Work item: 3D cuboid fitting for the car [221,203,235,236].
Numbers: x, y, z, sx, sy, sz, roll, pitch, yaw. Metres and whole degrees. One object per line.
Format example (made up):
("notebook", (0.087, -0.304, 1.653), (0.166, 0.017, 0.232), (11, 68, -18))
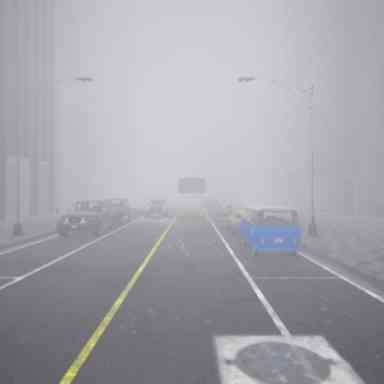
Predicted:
("car", (2.857, 1.566, 18.629), (1.752, 1.417, 4.829), (0, 0, 0))

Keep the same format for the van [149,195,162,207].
("van", (-5.674, 1.428, 52.311), (1.690, 1.788, 3.998), (0, 0, 0))

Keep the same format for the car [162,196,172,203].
("car", (-5.679, 1.702, 74.866), (1.887, 1.381, 4.507), (0, 0, 0))

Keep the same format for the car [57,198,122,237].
("car", (-5.669, 1.355, 18.478), (2.192, 1.841, 5.009), (0, 0, 0))

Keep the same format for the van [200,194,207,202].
("van", (2.845, 1.537, 86.134), (1.690, 1.788, 3.998), (0, 0, 0))

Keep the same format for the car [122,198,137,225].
("car", (-5.670, 1.364, 24.118), (2.192, 1.841, 5.009), (0, 0, 0))

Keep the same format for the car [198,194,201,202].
("car", (2.848, 1.433, 63.576), (2.192, 1.841, 5.009), (0, 0, 0))

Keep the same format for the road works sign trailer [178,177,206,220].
("road works sign trailer", (-0.005, 0.518, 29.052), (2.380, 3.560, 2.880), (0, 0, 0))

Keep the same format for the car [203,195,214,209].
("car", (2.851, 1.515, 46.658), (1.967, 1.590, 4.097), (0, 0, 0))

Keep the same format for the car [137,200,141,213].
("car", (-5.673, 1.585, 35.186), (1.752, 1.417, 4.829), (0, 0, 1))

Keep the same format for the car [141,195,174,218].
("car", (-3.102, 1.407, 30.819), (2.097, 1.767, 4.553), (0, 0, 0))

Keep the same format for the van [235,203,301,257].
("van", (2.857, 1.372, 12.817), (1.690, 1.788, 3.998), (0, 0, 0))

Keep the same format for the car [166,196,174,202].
("car", (-5.681, 1.778, 86.144), (1.802, 1.307, 4.206), (0, 0, 0))

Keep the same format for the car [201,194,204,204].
("car", (2.851, 1.527, 52.296), (1.967, 1.590, 4.097), (0, 0, 0))

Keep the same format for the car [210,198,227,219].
("car", (2.861, 1.579, 29.942), (1.752, 1.417, 4.829), (0, 0, 1))

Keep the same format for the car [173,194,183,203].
("car", (-3.012, 1.652, 74.006), (1.812, 1.442, 4.674), (0, 0, 0))

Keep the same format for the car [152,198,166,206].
("car", (-5.676, 1.667, 57.949), (1.947, 1.339, 4.313), (0, 0, 0))
